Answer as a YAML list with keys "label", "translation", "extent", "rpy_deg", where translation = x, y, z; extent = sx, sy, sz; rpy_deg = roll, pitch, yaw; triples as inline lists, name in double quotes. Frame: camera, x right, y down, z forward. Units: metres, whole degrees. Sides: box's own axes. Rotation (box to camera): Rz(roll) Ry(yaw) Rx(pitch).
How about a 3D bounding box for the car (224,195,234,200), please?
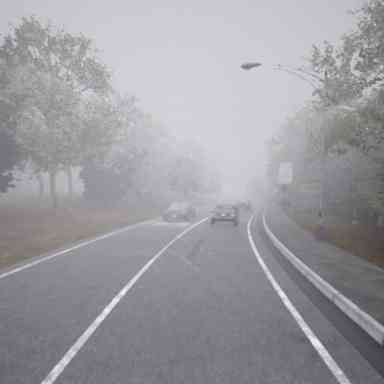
- label: "car"
  translation: [7.449, 1.424, 66.416]
  extent: [1.812, 1.442, 4.674]
  rpy_deg: [1, 0, 8]

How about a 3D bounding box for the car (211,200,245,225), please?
- label: "car"
  translation: [2.484, 1.533, 23.970]
  extent: [2.033, 1.411, 5.357]
  rpy_deg: [1, 0, 11]

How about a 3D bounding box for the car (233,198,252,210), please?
- label: "car"
  translation: [6.593, 1.596, 42.314]
  extent: [1.895, 1.301, 4.718]
  rpy_deg: [1, 0, 13]

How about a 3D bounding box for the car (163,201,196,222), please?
- label: "car"
  translation: [-0.858, 1.441, 26.011]
  extent: [1.812, 1.442, 4.674]
  rpy_deg: [1, 0, 11]
